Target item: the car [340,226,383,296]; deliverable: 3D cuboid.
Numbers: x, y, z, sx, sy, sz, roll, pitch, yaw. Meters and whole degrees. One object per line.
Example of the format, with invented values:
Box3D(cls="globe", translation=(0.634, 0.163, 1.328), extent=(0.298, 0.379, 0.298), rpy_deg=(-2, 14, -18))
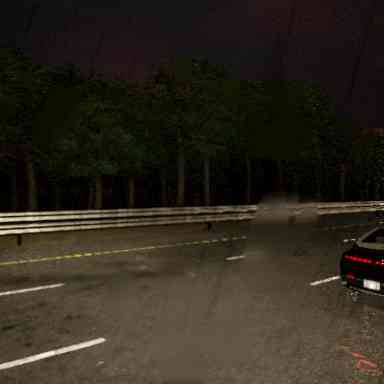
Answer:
Box3D(cls="car", translation=(5.370, 1.509, 7.701), extent=(4.892, 1.490, 1.837), rpy_deg=(0, 0, -36))
